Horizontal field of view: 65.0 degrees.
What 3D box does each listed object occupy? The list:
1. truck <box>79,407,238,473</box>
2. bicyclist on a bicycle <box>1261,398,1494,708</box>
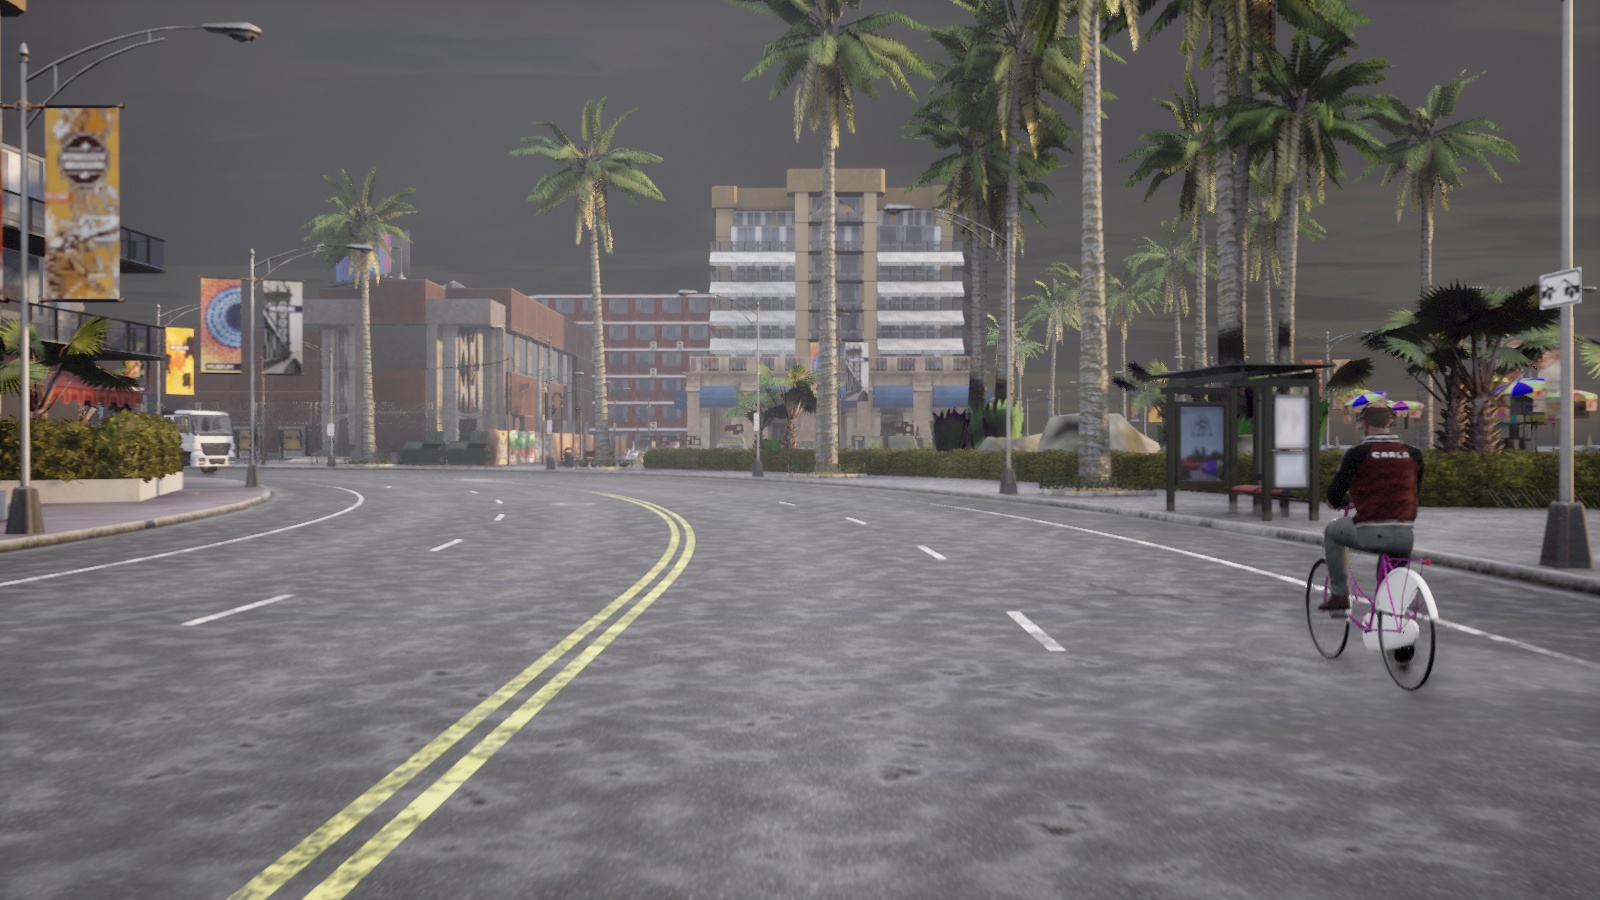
[{"bbox_3d":[-34.569,-0.532,67.656,7.936,3.462,2.891,0,0,18],"label":"truck"},{"bbox_3d":[3.651,0.589,8.123,0.659,1.776,1.843,0,0,0],"label":"bicyclist on a bicycle"}]
